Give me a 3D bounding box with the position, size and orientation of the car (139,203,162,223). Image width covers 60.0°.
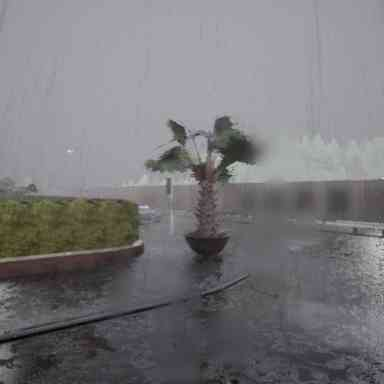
[{"bbox_3d":[-4.170,1.602,26.041,1.812,1.442,4.674,0,0,-36],"label":"car"}]
